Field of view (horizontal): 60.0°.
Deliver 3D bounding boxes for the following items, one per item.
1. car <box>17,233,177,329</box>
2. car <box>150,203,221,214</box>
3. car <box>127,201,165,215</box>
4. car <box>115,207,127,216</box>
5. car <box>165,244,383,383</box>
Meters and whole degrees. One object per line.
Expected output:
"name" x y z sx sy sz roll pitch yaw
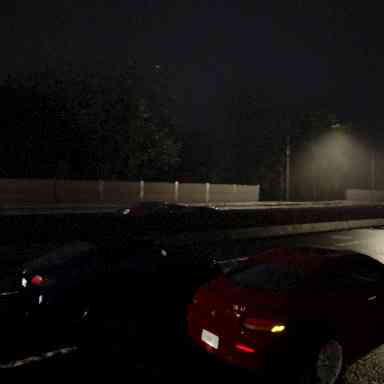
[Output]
"car" -1.351 1.595 7.084 4.181 1.385 1.994 1 0 -36
"car" 0.162 1.655 21.190 5.008 1.535 1.882 1 0 -36
"car" -1.872 1.633 24.038 4.892 1.490 1.837 1 0 -36
"car" -3.881 1.495 26.905 4.553 1.767 2.097 1 0 -36
"car" 2.086 1.575 5.237 4.674 1.442 1.812 1 0 -36
